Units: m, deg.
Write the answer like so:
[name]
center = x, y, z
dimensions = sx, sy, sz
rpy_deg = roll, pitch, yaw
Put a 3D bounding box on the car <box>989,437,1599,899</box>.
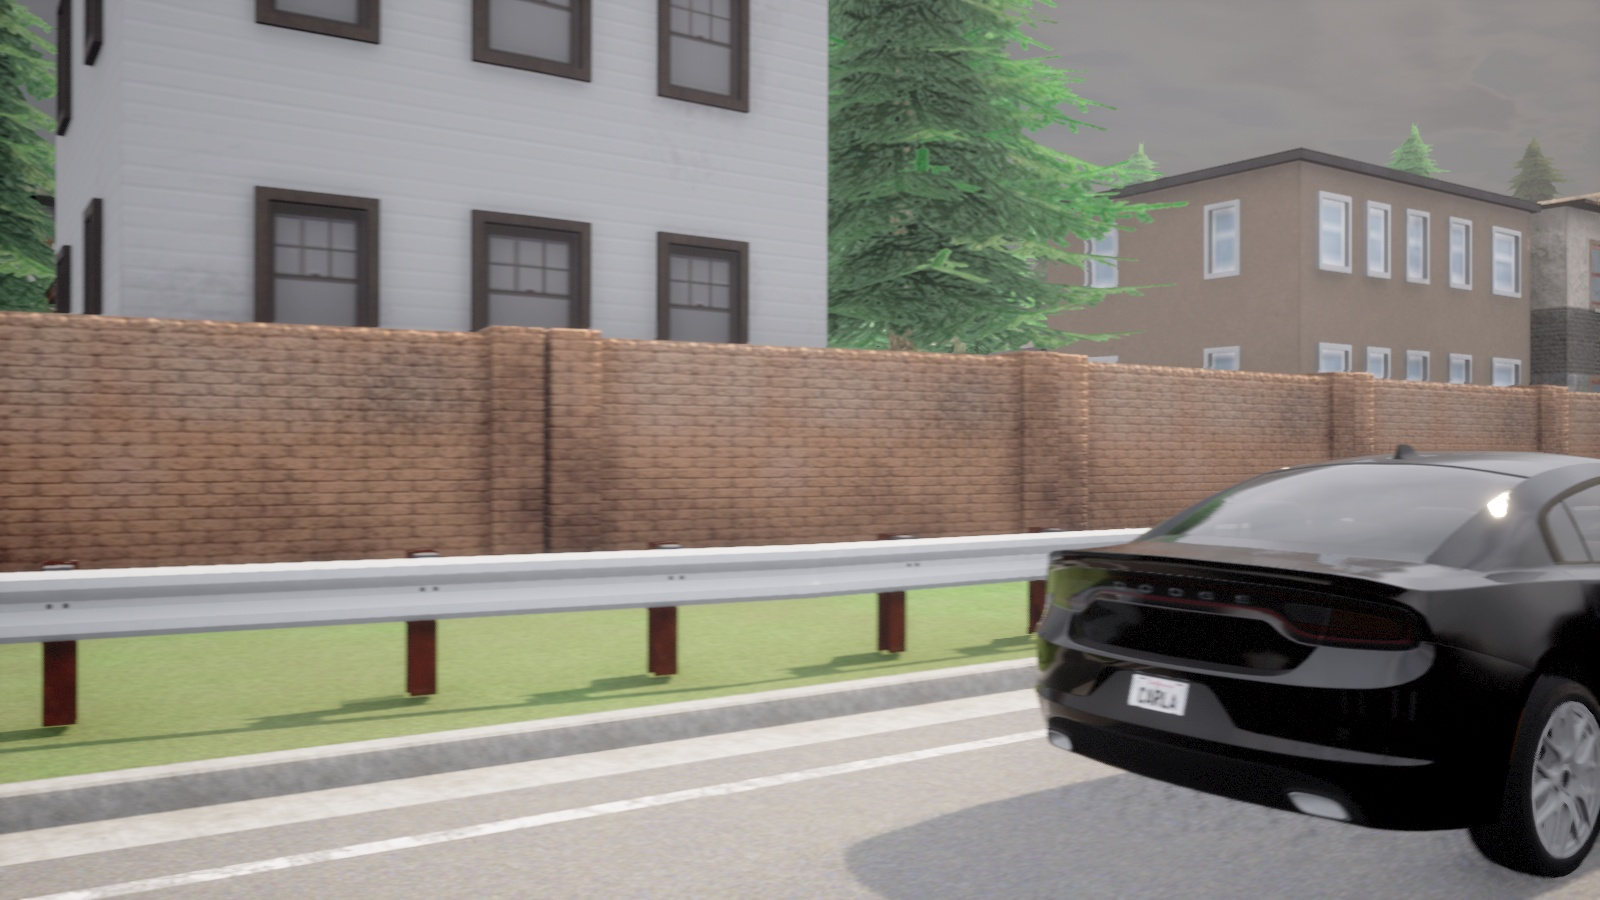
[car]
center = 3.400, 0.729, 6.026
dimensions = 5.008, 1.535, 1.882
rpy_deg = 0, 0, -35
